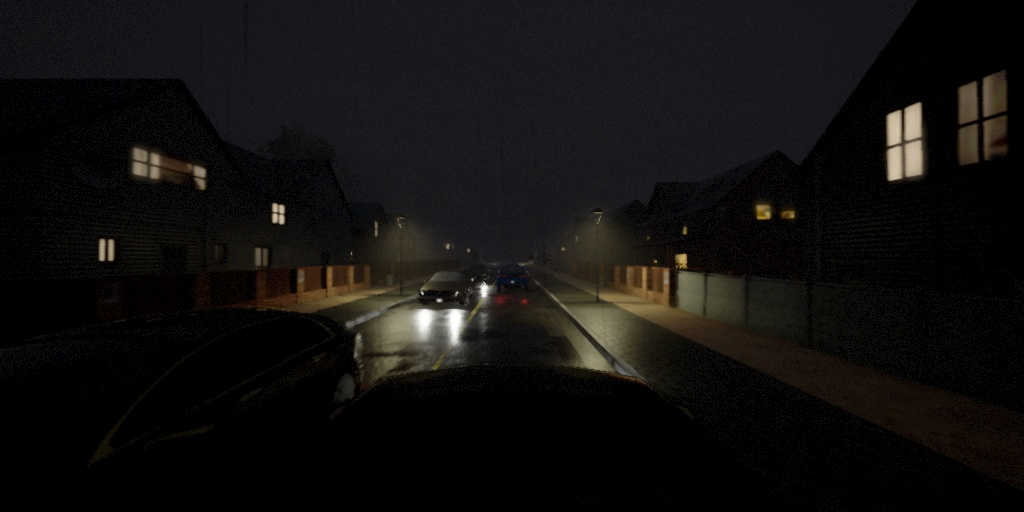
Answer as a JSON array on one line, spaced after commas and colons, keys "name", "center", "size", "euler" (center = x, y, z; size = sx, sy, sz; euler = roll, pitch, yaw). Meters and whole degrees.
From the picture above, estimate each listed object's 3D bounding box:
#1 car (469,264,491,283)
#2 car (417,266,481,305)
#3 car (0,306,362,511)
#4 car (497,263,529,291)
[{"name": "car", "center": [-2.762, 1.378, 29.074], "size": [1.837, 1.490, 4.892], "euler": [0, 0, 0]}, {"name": "car", "center": [-2.833, 1.364, 16.631], "size": [2.033, 1.411, 5.357], "euler": [0, 0, 0]}, {"name": "car", "center": [-2.846, 1.260, 2.783], "size": [1.837, 1.490, 4.892], "euler": [0, 0, 0]}, {"name": "car", "center": [0.048, 1.321, 22.875], "size": [1.882, 1.535, 5.008], "euler": [0, 0, 0]}]
